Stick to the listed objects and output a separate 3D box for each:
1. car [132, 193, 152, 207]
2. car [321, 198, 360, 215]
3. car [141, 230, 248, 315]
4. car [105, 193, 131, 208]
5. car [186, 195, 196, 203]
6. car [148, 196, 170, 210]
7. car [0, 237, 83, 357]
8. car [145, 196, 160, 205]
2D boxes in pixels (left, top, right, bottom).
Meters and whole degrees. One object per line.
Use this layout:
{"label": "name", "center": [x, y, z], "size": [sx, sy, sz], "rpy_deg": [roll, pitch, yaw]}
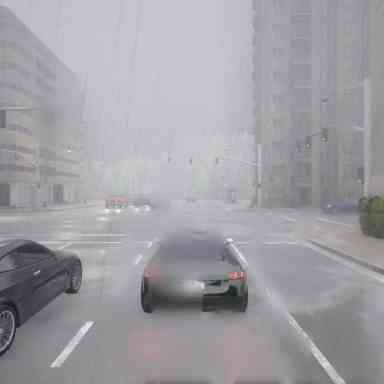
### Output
{"label": "car", "center": [-7.203, 1.221, 50.638], "size": [2.150, 2.045, 5.566], "rpy_deg": [0, 0, 0]}
{"label": "car", "center": [15.514, 1.352, 33.689], "size": [4.553, 1.767, 2.097], "rpy_deg": [0, 0, 1]}
{"label": "car", "center": [0.049, 1.564, 7.650], "size": [1.994, 1.385, 4.181], "rpy_deg": [0, 0, 0]}
{"label": "car", "center": [-10.698, 1.221, 47.506], "size": [2.150, 2.045, 5.566], "rpy_deg": [0, 0, 0]}
{"label": "car", "center": [-0.150, 1.355, 72.566], "size": [2.097, 1.767, 4.553], "rpy_deg": [0, 0, 0]}
{"label": "car", "center": [-3.922, 1.564, 42.191], "size": [1.994, 1.385, 4.181], "rpy_deg": [0, 0, 3]}
{"label": "car", "center": [-3.460, 1.526, 5.848], "size": [1.812, 1.442, 4.674], "rpy_deg": [0, 0, 0]}
{"label": "car", "center": [-7.193, 1.491, 60.662], "size": [2.128, 1.511, 4.902], "rpy_deg": [0, 0, 0]}
